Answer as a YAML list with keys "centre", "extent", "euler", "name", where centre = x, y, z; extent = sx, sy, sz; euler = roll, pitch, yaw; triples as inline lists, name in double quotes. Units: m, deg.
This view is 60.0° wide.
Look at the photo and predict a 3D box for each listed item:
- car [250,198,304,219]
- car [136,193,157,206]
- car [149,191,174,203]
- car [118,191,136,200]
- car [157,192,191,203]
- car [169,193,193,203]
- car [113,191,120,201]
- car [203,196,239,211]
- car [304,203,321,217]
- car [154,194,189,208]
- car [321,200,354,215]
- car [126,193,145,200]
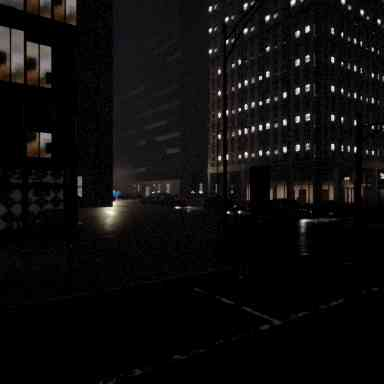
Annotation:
- centre: [6.401, 1.399, 26.551]
  extent: [1.802, 1.307, 4.206]
  euler: [1, 0, -32]
  name: "car"
- centre: [-5.445, 1.094, 45.003]
  extent: [1.752, 1.417, 4.829]
  euler: [1, 0, -33]
  name: "car"
- centre: [-5.059, 0.826, 54.295]
  extent: [2.097, 1.767, 4.553]
  euler: [0, 1, -34]
  name: "car"
- centre: [-13.127, 0.876, 65.724]
  extent: [1.994, 1.385, 4.181]
  euler: [0, 1, -36]
  name: "car"
- centre: [-2.463, 1.058, 45.168]
  extent: [1.882, 1.535, 5.008]
  euler: [0, 1, -34]
  name: "car"
- centre: [-1.876, 0.926, 54.343]
  extent: [1.967, 1.590, 4.097]
  euler: [1, 0, -35]
  name: "car"
- centre: [-14.992, 0.920, 58.883]
  extent: [1.887, 1.381, 4.507]
  euler: [1, 0, -35]
  name: "car"
- centre: [3.146, 1.189, 36.456]
  extent: [2.128, 1.511, 4.902]
  euler: [0, 1, -32]
  name: "car"
- centre: [8.165, 1.309, 28.493]
  extent: [1.837, 1.490, 4.892]
  euler: [0, 1, -32]
  name: "car"
- centre: [-2.496, 1.211, 40.507]
  extent: [1.802, 1.307, 4.206]
  euler: [1, 0, -33]
  name: "car"
- centre: [13.020, 1.377, 31.244]
  extent: [1.802, 1.307, 4.206]
  euler: [1, 0, -32]
  name: "car"
- centre: [-11.522, 0.864, 67.789]
  extent: [1.947, 1.339, 4.313]
  euler: [1, 0, -36]
  name: "car"
